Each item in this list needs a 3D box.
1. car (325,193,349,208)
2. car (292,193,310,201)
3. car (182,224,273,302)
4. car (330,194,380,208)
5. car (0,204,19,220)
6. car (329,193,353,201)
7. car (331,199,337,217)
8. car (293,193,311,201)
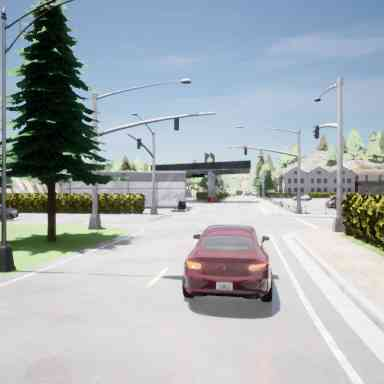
[{"bbox_3d":[19.533,1.330,42.034,5.027,1.636,2.152,0,0,9],"label":"car"},{"bbox_3d":[24.912,1.361,75.867,3.806,1.475,1.970,0,0,9],"label":"car"},{"bbox_3d":[0.941,1.526,8.249,1.812,1.442,4.674,0,0,9],"label":"car"},{"bbox_3d":[19.087,1.339,38.929,4.514,1.523,2.007,0,0,9],"label":"car"},{"bbox_3d":[-16.205,1.491,26.282,4.902,1.511,2.128,0,0,9],"label":"car"},{"bbox_3d":[33.290,1.097,74.560,4.605,1.855,1.932,0,0,9],"label":"car"},{"bbox_3d":[13.570,1.526,25.577,4.674,1.442,1.812,0,0,11],"label":"car"},{"bbox_3d":[26.042,1.077,79.052,3.866,1.878,1.905,0,0,9],"label":"car"}]
